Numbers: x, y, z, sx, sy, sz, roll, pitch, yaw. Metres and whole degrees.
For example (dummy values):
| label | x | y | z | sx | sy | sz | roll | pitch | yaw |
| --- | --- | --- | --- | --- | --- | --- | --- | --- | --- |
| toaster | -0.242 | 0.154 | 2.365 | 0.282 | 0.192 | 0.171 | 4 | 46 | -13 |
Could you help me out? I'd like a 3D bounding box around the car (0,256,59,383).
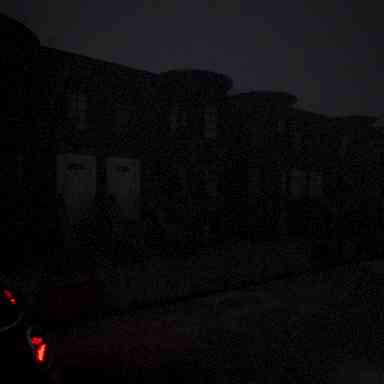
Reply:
| label | x | y | z | sx | sy | sz | roll | pitch | yaw |
| --- | --- | --- | --- | --- | --- | --- | --- | --- | --- |
| car | -3.383 | 1.337 | 2.193 | 4.553 | 1.767 | 2.097 | 1 | 0 | -36 |
